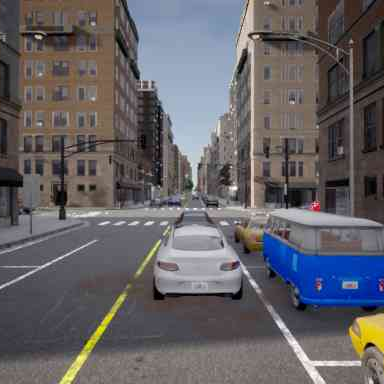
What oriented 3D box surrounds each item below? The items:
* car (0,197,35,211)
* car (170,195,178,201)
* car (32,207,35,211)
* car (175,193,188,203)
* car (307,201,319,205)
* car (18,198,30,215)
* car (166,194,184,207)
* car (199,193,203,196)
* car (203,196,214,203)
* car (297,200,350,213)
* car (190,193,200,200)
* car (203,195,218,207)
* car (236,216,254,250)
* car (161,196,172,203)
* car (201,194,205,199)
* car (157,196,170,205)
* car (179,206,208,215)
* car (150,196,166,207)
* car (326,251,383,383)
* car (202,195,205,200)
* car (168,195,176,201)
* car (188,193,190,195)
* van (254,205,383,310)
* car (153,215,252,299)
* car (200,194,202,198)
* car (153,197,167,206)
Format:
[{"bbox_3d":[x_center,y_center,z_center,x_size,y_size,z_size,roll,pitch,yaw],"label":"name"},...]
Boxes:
[{"bbox_3d":[-21.434,1.382,39.109,5.008,1.535,1.882,1,-1,1],"label":"car"},{"bbox_3d":[-4.875,1.566,89.654,1.947,1.339,4.313,1,0,1],"label":"car"},{"bbox_3d":[-17.899,1.369,32.412,4.892,1.490,1.837,0,-1,0],"label":"car"},{"bbox_3d":[-2.347,1.482,68.251,1.882,1.535,5.008,0,0,1],"label":"car"},{"bbox_3d":[15.621,1.357,35.582,5.566,2.045,2.150,0,-1,0],"label":"car"},{"bbox_3d":[-17.232,1.363,29.164,4.674,1.442,1.812,0,-1,2],"label":"car"},{"bbox_3d":[-2.661,1.483,52.278,1.882,1.535,5.008,0,0,1],"label":"car"},{"bbox_3d":[3.650,1.550,89.543,2.008,1.369,4.403,1,0,1],"label":"car"},{"bbox_3d":[3.327,1.548,67.422,1.887,1.381,4.507,1,0,1],"label":"car"},{"bbox_3d":[15.272,1.713,38.830,5.357,1.411,2.033,0,-1,0],"label":"car"},{"bbox_3d":[1.008,1.523,91.881,1.812,1.442,4.674,0,0,1],"label":"car"},{"bbox_3d":[3.084,1.571,50.832,1.947,1.339,4.313,1,0,1],"label":"car"},{"bbox_3d":[2.700,1.528,13.339,1.752,1.417,4.829,1,0,0],"label":"car"},{"bbox_3d":[-5.198,1.549,67.539,1.887,1.381,4.507,1,0,1],"label":"car"},{"bbox_3d":[3.246,1.555,61.892,2.008,1.369,4.403,1,0,1],"label":"car"},{"bbox_3d":[-5.279,1.556,62.010,2.008,1.369,4.403,1,0,1],"label":"car"},{"bbox_3d":[0.120,1.567,15.682,1.994,1.385,4.181,0,0,0],"label":"car"},{"bbox_3d":[-5.441,1.588,50.953,1.802,1.307,4.206,1,0,1],"label":"car"},{"bbox_3d":[2.679,1.526,1.992,1.752,1.417,4.829,1,0,0],"label":"car"},{"bbox_3d":[3.165,1.549,56.362,1.887,1.381,4.507,1,0,1],"label":"car"},{"bbox_3d":[-4.957,1.527,83.955,1.752,1.417,4.829,1,0,1],"label":"car"},{"bbox_3d":[-2.173,1.358,79.483,2.097,1.767,4.553,0,0,1],"label":"car"},{"bbox_3d":[2.691,1.342,7.496,1.690,1.788,3.998,1,0,0],"label":"van"},{"bbox_3d":[0.092,1.527,8.313,1.812,1.442,4.674,0,0,-1],"label":"car"},{"bbox_3d":[3.488,1.568,78.483,1.947,1.339,4.313,1,0,1],"label":"car"},{"bbox_3d":[-5.360,1.571,56.481,1.947,1.339,4.313,1,0,1],"label":"car"}]
